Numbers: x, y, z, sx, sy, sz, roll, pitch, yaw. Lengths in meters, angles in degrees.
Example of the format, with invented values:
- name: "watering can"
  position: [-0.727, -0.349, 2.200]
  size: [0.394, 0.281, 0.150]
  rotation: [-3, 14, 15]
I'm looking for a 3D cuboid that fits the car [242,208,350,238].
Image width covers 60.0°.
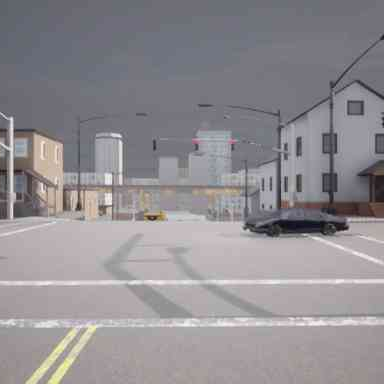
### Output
- name: "car"
  position: [5.376, 1.547, 17.199]
  size: [5.357, 1.411, 2.033]
  rotation: [1, 0, -14]

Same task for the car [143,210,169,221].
- name: "car"
  position: [-3.680, 2.530, 33.522]
  size: [1.882, 1.535, 5.008]
  rotation: [0, -9, 1]
